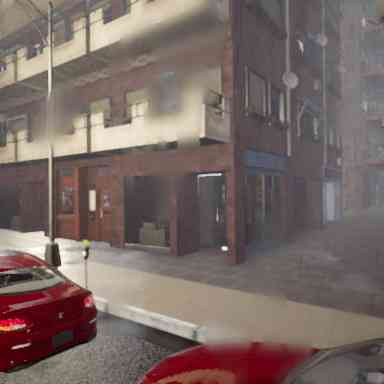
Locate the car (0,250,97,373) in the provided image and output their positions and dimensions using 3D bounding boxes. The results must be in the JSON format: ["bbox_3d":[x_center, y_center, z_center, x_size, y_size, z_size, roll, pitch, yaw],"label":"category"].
[{"bbox_3d":[-3.209,1.570,5.139,4.206,1.307,1.802,0,-1,36],"label":"car"}]

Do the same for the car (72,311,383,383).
[{"bbox_3d":[1.407,1.583,1.845,4.206,1.307,1.802,0,-1,36],"label":"car"}]
